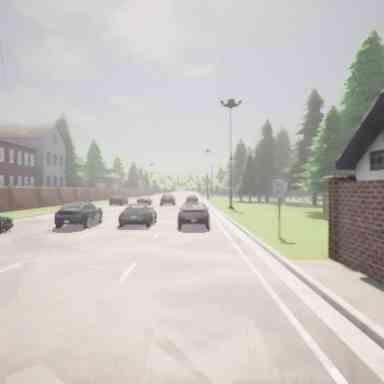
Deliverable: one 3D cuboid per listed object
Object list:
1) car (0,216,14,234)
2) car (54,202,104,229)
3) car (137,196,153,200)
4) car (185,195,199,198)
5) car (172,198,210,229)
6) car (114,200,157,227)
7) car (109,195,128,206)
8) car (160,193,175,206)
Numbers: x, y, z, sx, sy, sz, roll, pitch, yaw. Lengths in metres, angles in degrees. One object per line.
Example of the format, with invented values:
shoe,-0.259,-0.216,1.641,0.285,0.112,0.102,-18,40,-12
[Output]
car,-10.399,1.449,15.292,2.033,1.411,5.357,0,0,0
car,-6.899,1.371,20.713,1.837,1.490,4.892,0,0,0
car,-6.992,1.283,49.585,1.895,1.301,4.718,0,0,0
car,0.009,1.161,49.285,1.882,1.535,5.008,0,1,0
car,0.101,1.358,20.643,2.128,1.511,4.902,0,0,0
car,-3.399,1.426,21.375,1.994,1.385,4.181,0,0,0
car,-10.498,1.171,47.738,1.882,1.535,5.008,0,0,0
car,-3.491,1.038,48.828,2.097,1.767,4.553,0,0,0
